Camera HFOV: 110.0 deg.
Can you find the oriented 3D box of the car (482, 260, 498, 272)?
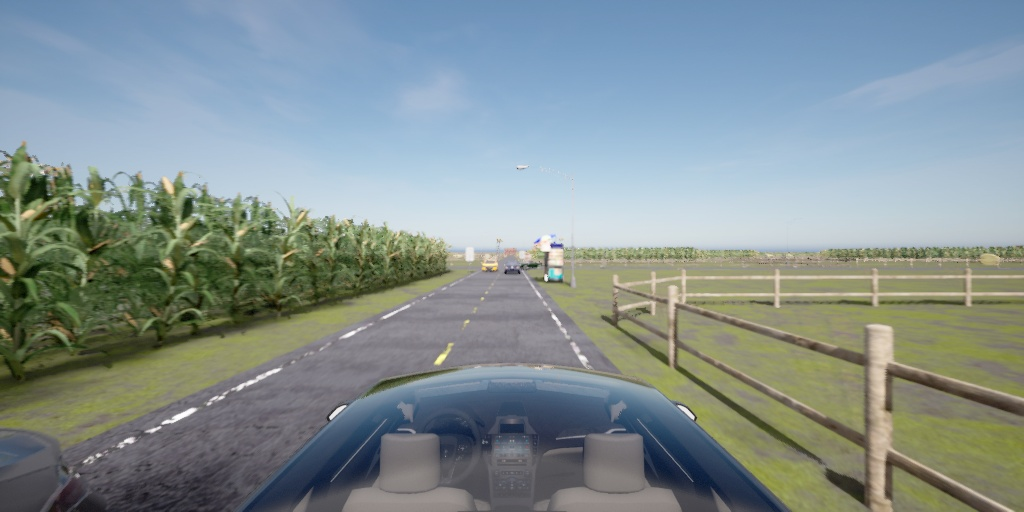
[{"bbox_3d":[-2.751,1.196,45.561,1.882,1.535,5.008,0,0,0],"label":"car"}]

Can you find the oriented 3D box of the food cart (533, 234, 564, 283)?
[{"bbox_3d":[3.125,0.195,27.738,2.280,3.560,4.660,0,0,0],"label":"food cart"}]

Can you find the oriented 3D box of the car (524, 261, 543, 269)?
[{"bbox_3d":[2.445,1.319,53.421,4.718,1.301,1.895,0,0,-41],"label":"car"}]

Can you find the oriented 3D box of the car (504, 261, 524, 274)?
[{"bbox_3d":[0.050,1.262,40.706,2.033,1.411,5.357,0,0,1],"label":"car"}]
